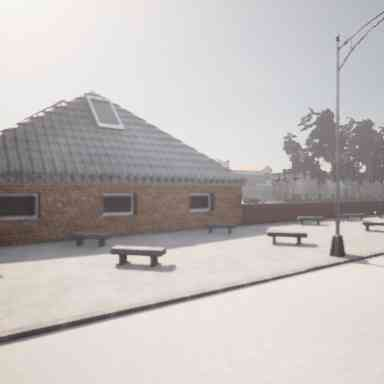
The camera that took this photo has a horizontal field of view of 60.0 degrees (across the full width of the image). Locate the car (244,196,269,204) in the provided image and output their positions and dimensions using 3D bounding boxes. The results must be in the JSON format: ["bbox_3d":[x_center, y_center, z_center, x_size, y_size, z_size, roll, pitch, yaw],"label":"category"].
[{"bbox_3d":[11.281,1.476,57.975,2.128,1.511,4.902,0,0,-36],"label":"car"}]
